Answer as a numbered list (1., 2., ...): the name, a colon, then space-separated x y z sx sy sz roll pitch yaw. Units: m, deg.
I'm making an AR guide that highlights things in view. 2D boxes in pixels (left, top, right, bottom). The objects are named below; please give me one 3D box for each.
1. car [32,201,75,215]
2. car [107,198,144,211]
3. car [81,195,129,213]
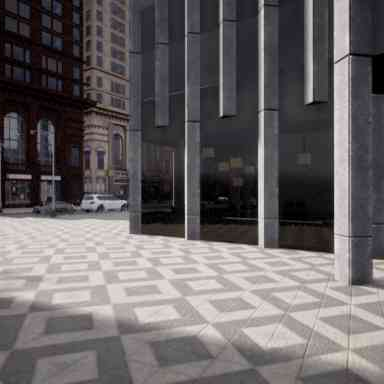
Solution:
1. car: -14.589 1.630 35.167 1.994 1.385 4.181 0 0 36
2. car: -8.632 1.601 43.496 1.837 1.490 4.892 0 0 36
3. car: -9.528 1.295 36.745 2.150 2.045 5.566 0 0 36
